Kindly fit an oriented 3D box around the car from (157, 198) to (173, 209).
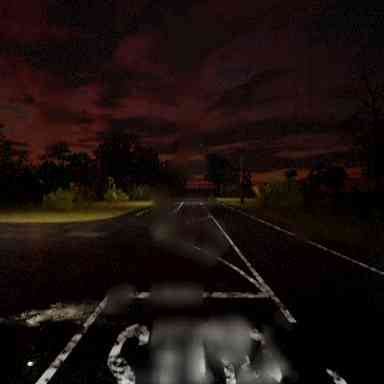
[{"bbox_3d":[-3.509,1.508,43.426,1.895,1.301,4.718,0,0,0],"label":"car"}]
